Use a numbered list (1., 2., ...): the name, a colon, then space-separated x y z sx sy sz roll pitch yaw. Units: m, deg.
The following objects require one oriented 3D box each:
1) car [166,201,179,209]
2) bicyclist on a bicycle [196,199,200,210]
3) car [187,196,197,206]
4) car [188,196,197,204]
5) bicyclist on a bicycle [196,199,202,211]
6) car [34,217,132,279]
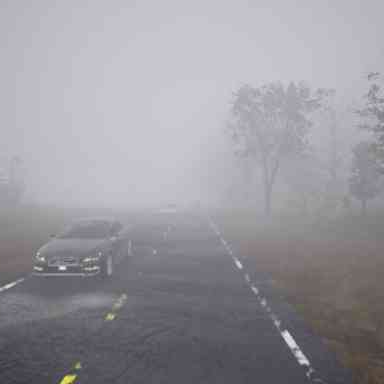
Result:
1. car: -3.025 2.007 52.745 1.895 1.301 4.718 0 0 0
2. bicyclist on a bicycle: 0.852 1.833 49.565 0.582 1.620 1.656 -1 -1 0
3. car: 0.055 2.055 68.712 1.812 1.442 4.674 0 0 0
4. car: 0.055 1.854 79.525 2.097 1.767 4.553 0 0 0
5. bicyclist on a bicycle: 0.876 1.753 41.346 0.866 1.612 1.509 -1 0 0
6. car: -3.093 1.583 10.375 1.837 1.490 4.892 0 0 0
